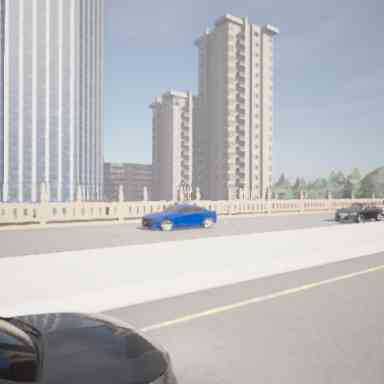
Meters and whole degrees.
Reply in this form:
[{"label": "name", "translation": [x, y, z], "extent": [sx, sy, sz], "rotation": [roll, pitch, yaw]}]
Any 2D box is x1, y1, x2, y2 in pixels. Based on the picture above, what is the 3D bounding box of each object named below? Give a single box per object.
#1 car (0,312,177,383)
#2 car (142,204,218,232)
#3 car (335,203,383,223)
[{"label": "car", "translation": [-2.356, 1.501, 2.066], "extent": [4.892, 1.490, 1.837], "rotation": [0, 0, -35]}, {"label": "car", "translation": [-0.683, 1.525, 20.701], "extent": [5.008, 1.535, 1.882], "rotation": [0, 0, -35]}, {"label": "car", "translation": [13.277, 1.611, 26.354], "extent": [4.902, 1.511, 2.128], "rotation": [0, 0, -35]}]
